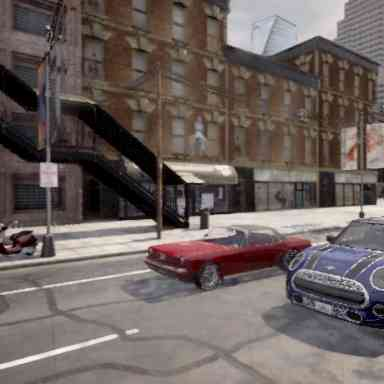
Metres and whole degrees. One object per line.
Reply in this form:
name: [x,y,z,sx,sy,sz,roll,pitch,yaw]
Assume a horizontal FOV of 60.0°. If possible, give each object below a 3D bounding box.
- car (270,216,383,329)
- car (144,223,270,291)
car: [4.018,1.325,6.857,4.553,1.767,2.097,0,0,-35]
car: [1.116,1.578,9.087,4.718,1.301,1.895,0,0,-35]
